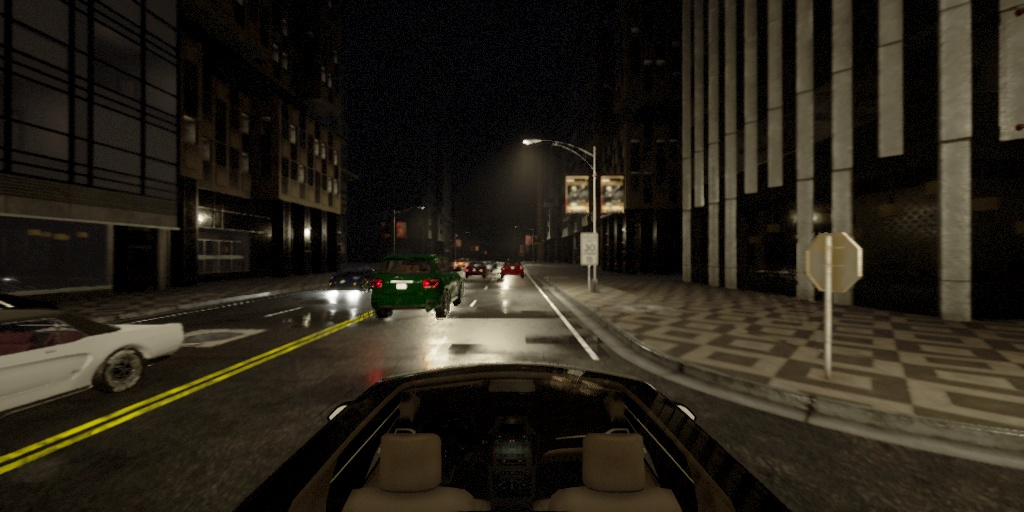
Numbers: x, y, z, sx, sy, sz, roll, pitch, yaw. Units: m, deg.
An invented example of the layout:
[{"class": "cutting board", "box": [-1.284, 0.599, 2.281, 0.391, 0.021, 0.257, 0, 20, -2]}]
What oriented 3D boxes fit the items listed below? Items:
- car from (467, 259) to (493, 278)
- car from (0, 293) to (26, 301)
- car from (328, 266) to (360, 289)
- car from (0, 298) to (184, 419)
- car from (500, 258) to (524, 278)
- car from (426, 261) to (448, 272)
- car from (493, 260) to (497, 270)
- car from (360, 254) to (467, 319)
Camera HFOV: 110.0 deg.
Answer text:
[{"class": "car", "box": [-3.201, 1.265, 33.036, 2.033, 1.411, 5.357, 0, 0, 1]}, {"class": "car", "box": [-9.849, 1.256, 5.076, 1.837, 1.490, 4.892, 0, 0, 0]}, {"class": "car", "box": [-9.838, 1.297, 22.799, 1.994, 1.385, 4.181, 0, 0, 0]}, {"class": "car", "box": [-6.600, 1.352, 3.918, 1.895, 1.301, 4.718, 0, 0, 0]}, {"class": "car", "box": [0.057, 1.068, 33.029, 2.097, 1.767, 4.553, 0, 0, 1]}, {"class": "car", "box": [-9.739, 1.300, 47.111, 1.895, 1.301, 4.718, 0, 0, 0]}, {"class": "car", "box": [-3.234, 1.303, 43.418, 1.895, 1.301, 4.718, 0, 0, 0]}, {"class": "car", "box": [-3.146, 0.965, 12.905, 2.150, 2.045, 5.566, 0, 0, 0]}]
